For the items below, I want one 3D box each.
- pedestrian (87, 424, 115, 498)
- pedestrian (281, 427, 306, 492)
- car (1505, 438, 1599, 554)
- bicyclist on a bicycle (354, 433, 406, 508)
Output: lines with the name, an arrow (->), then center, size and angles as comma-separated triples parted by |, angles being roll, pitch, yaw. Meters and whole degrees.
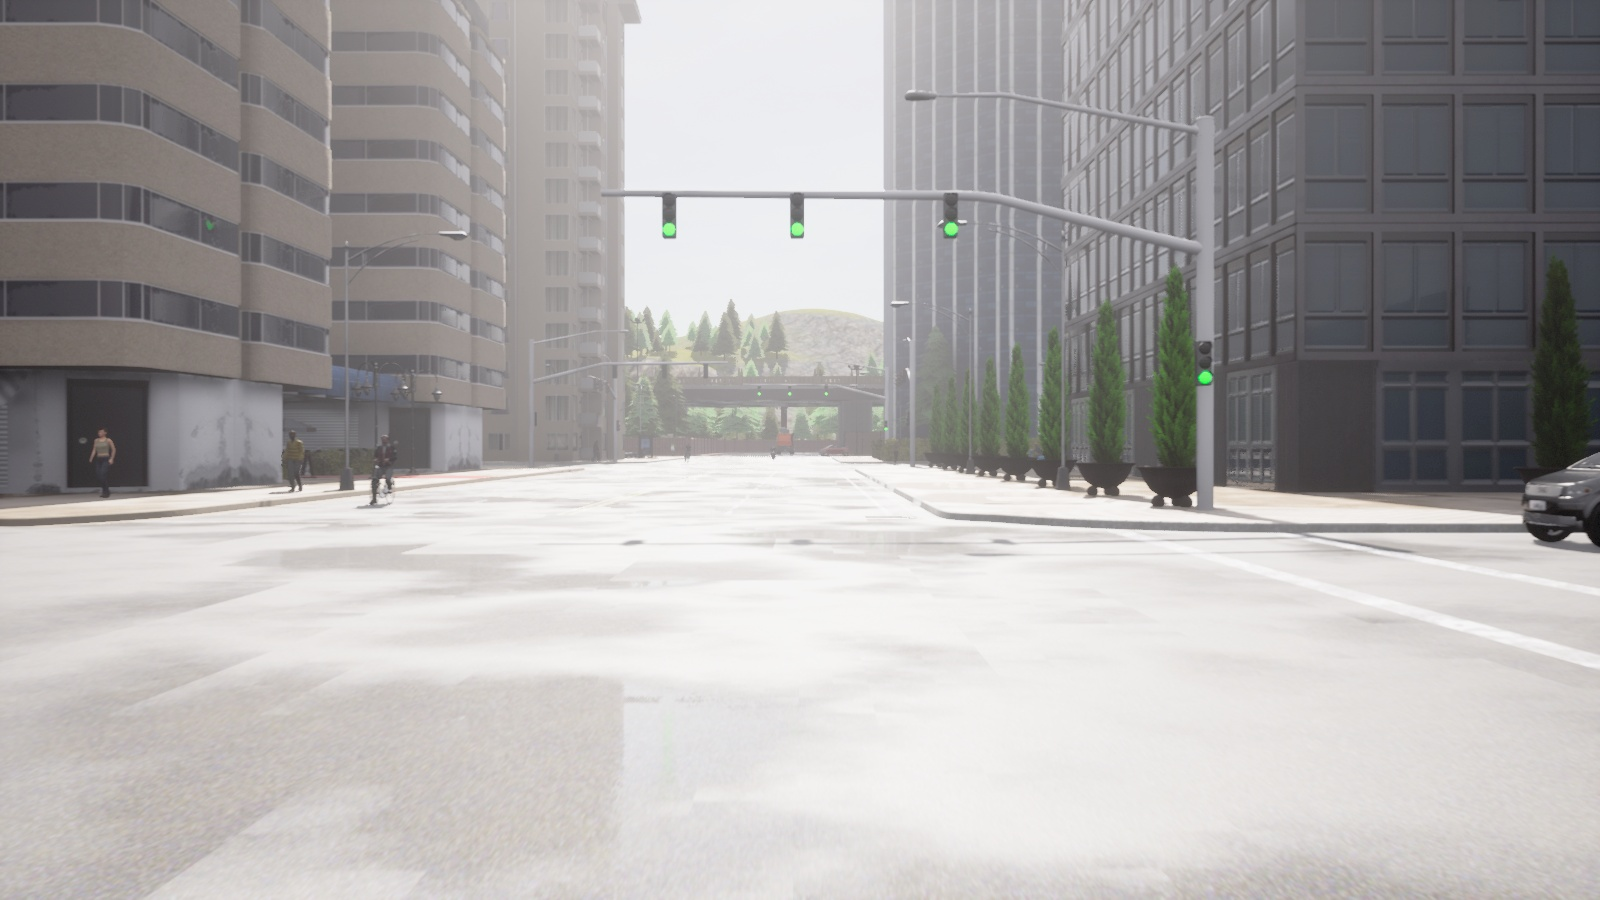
pedestrian -> -17.612, 0.268, 31.642 | 0.345, 1.836, 0.594 | 0, 0, 8
pedestrian -> -14.507, 0.257, 35.959 | 0.370, 1.835, 0.726 | 0, 0, 5
car -> 12.251, 0.610, 17.630 | 3.705, 1.549, 1.789 | 0, 0, 1
bicyclist on a bicycle -> -10.308, 0.492, 30.903 | 0.659, 1.776, 1.843 | 0, 0, 0
